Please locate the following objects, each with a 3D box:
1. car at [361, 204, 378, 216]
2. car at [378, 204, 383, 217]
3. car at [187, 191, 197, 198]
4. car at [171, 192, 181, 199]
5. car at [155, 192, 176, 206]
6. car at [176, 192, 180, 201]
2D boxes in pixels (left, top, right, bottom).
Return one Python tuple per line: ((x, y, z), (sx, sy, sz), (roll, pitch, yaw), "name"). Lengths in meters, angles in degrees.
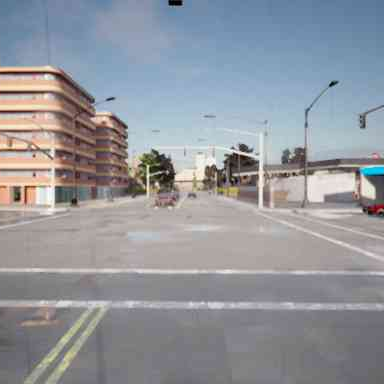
((16.537, 1.310, 27.187), (4.718, 1.301, 1.895), (0, 1, 1), "car")
((16.332, 1.271, 23.718), (4.674, 1.442, 1.812), (0, 1, 1), "car")
((0.006, 0.574, 71.559), (1.812, 1.442, 4.674), (0, 1, 0), "car")
((-3.494, 0.721, 72.889), (1.837, 1.490, 4.892), (0, 1, 0), "car")
((-3.582, 0.887, 43.446), (2.097, 1.767, 4.553), (0, 1, 0), "car")
((-3.556, 0.985, 57.528), (1.895, 1.301, 4.718), (0, 1, 0), "car")
